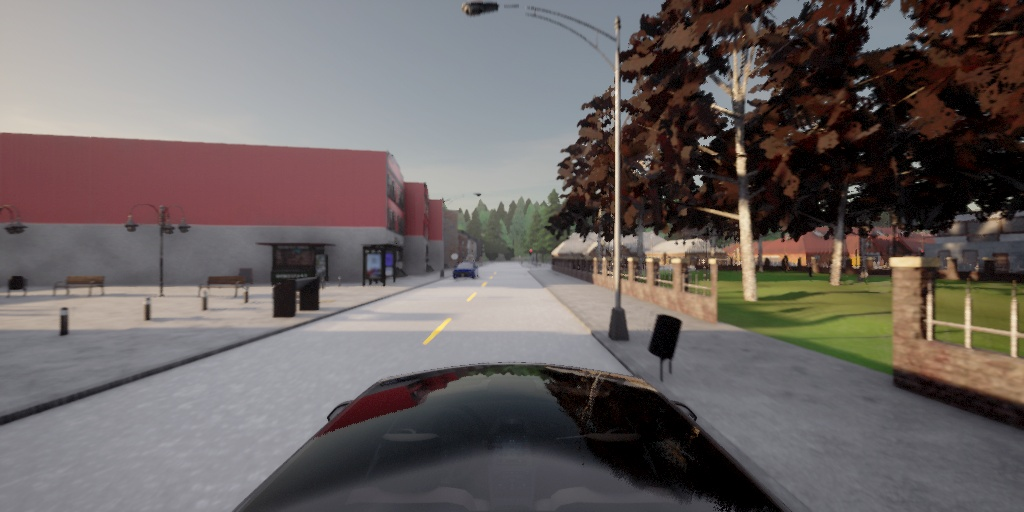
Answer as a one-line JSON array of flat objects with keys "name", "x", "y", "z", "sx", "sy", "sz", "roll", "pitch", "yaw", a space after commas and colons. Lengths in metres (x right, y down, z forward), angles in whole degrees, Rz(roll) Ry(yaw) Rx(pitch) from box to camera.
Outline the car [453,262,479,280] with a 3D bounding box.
[{"name": "car", "x": -4.087, "y": 1.289, "z": 32.261, "sx": 1.882, "sy": 1.535, "sz": 5.008, "roll": 0, "pitch": 0, "yaw": 0}]
